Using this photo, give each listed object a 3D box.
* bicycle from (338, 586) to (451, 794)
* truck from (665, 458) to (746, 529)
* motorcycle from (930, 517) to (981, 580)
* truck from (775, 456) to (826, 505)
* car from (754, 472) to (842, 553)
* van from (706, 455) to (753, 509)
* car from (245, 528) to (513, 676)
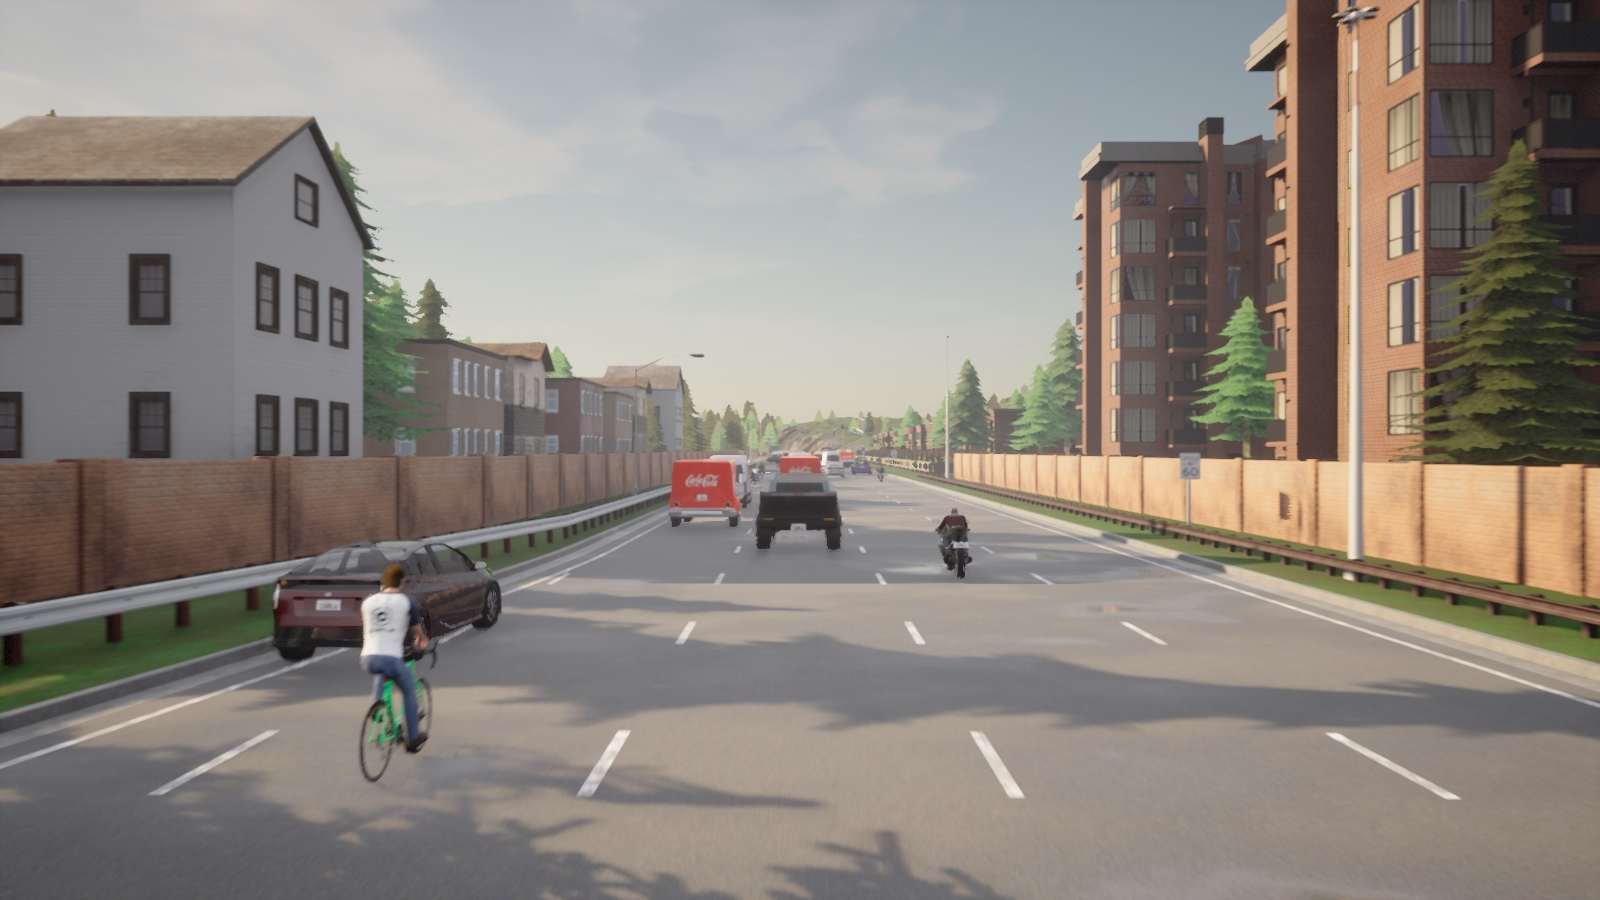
[{"bbox_3d":[-3.564,2.056,10.155,0.373,1.496,1.643,0,0,2],"label":"bicycle"},{"bbox_3d":[-3.485,1.572,43.197,2.627,2.467,5.204,0,0,0],"label":"truck"},{"bbox_3d":[3.508,2.205,25.932,0.867,1.251,2.209,0,0,0],"label":"motorcycle"},{"bbox_3d":[0.011,1.570,61.481,2.627,2.467,5.204,0,0,0],"label":"truck"},{"bbox_3d":[-0.010,1.753,34.146,2.390,2.098,6.274,0,0,1],"label":"car"},{"bbox_3d":[-3.493,1.535,57.310,1.988,2.561,5.915,0,0,0],"label":"van"},{"bbox_3d":[-5.804,2.040,16.464,2.007,1.525,4.514,0,0,3],"label":"car"}]
